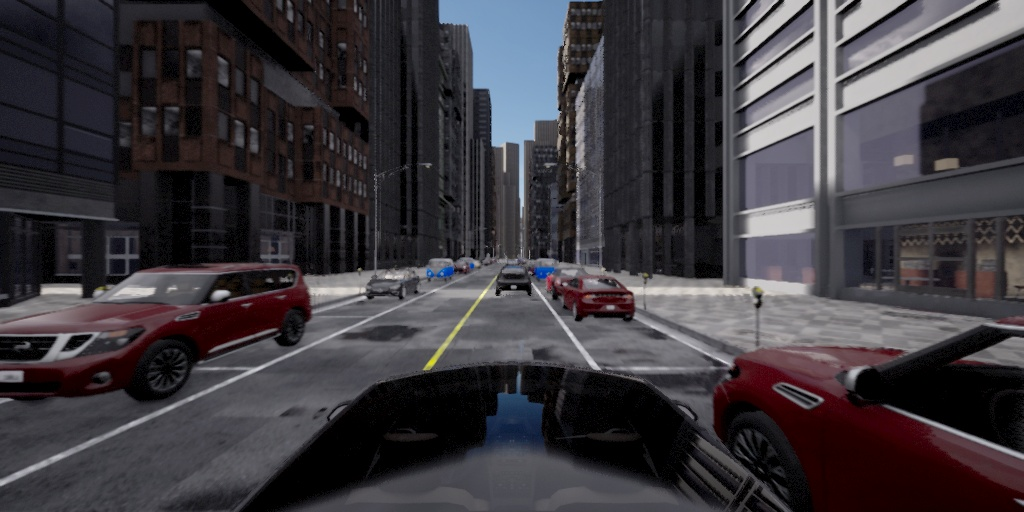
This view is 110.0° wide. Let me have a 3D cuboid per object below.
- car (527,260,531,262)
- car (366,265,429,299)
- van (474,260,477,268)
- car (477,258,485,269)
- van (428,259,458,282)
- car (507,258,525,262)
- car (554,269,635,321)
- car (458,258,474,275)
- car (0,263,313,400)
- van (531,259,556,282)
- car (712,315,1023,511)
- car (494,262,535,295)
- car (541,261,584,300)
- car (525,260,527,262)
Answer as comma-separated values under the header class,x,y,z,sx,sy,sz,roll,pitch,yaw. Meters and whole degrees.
class,x,y,z,sx,sy,sz,roll,pitch,yaw
car,2.741,1.331,34.702,1.888,1.381,4.507,0,0,0
car,-5.773,1.318,17.860,2.007,1.370,4.403,0,0,0
van,-5.792,1.139,45.908,1.690,1.789,3.998,0,0,0
car,-5.799,1.342,56.956,1.751,1.417,4.829,0,0,0
van,-5.781,1.120,29.079,1.690,1.789,3.998,0,0,0
car,0.074,1.285,41.263,2.128,1.511,4.902,0,0,0
car,2.755,1.306,12.266,1.888,1.381,4.507,0,0,0
car,-5.788,1.232,40.298,1.967,1.591,4.097,0,0,0
car,-5.766,1.070,6.641,2.192,1.841,5.009,0,0,0
van,2.744,1.120,29.093,1.690,1.789,3.998,0,0,0
car,2.763,1.064,1.048,2.192,1.841,5.009,0,0,0
car,0.086,1.274,19.903,1.837,1.490,4.892,0,0,0
car,2.752,1.207,17.875,1.967,1.591,4.097,0,0,0
car,2.737,1.358,40.312,1.948,1.339,4.313,0,0,0
